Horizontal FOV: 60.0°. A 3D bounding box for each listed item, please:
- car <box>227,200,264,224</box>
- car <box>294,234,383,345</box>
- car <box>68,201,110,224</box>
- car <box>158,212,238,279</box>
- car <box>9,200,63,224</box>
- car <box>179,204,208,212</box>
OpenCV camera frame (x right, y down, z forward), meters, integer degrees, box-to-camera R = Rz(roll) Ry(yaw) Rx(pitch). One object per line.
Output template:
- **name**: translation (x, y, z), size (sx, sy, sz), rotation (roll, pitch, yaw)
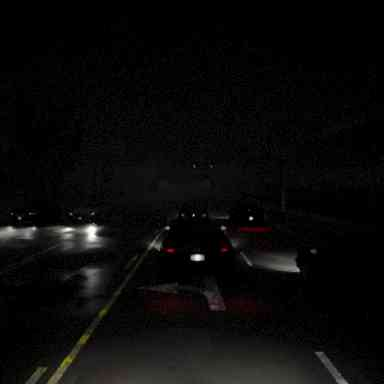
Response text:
- **car**: translation (3.606, 1.317, 22.713), size (1.837, 1.490, 4.892), rotation (0, 1, 0)
- **car**: translation (3.598, 1.516, 6.257), size (2.033, 1.411, 5.357), rotation (0, 0, 0)
- **car**: translation (-6.995, 1.342, 23.110), size (1.812, 1.442, 4.674), rotation (0, 1, 0)
- **car**: translation (0.109, 1.504, 9.868), size (1.994, 1.385, 4.181), rotation (0, 1, -1)
- **car**: translation (-10.499, 1.306, 22.725), size (2.128, 1.511, 4.902), rotation (0, 1, 0)
- **car**: translation (0.089, 1.418, 22.293), size (1.895, 1.301, 4.718), rotation (0, 1, 0)
